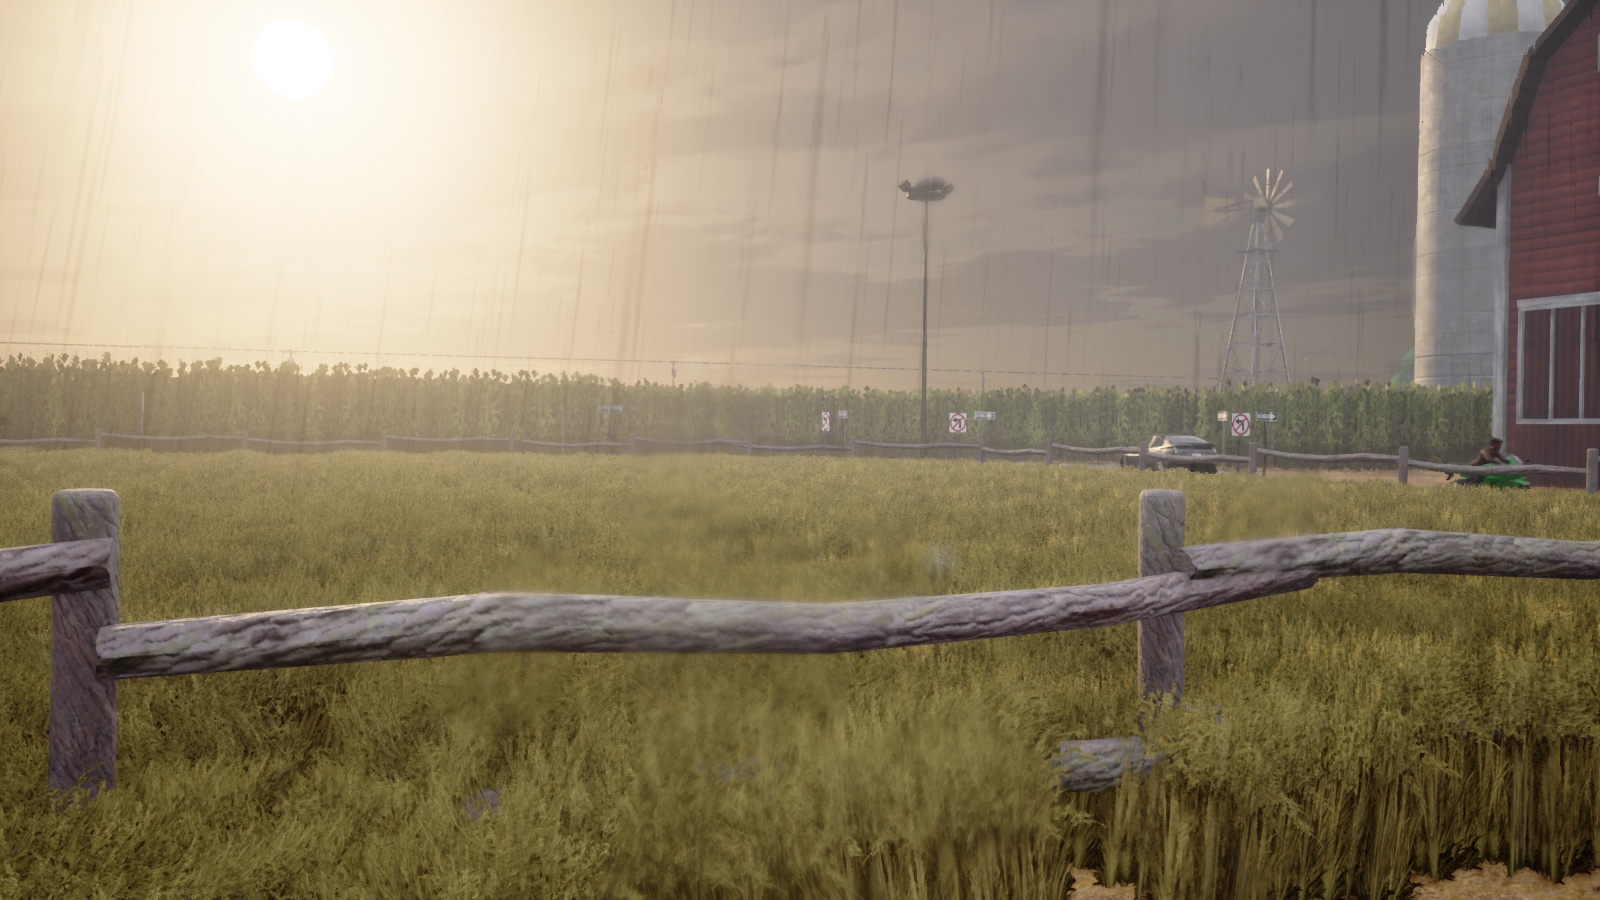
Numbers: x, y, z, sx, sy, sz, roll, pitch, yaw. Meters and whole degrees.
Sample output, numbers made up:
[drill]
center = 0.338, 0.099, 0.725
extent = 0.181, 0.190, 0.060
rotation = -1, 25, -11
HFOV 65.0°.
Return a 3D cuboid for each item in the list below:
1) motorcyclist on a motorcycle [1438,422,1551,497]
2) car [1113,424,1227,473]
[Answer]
[motorcyclist on a motorcycle]
center = 14.731, 0.187, 26.695
extent = 0.797, 1.523, 2.044
rotation = -1, 1, -24
[car]
center = 12.418, -0.080, 42.472
extent = 2.007, 1.525, 4.514
rotation = -1, 1, -8
